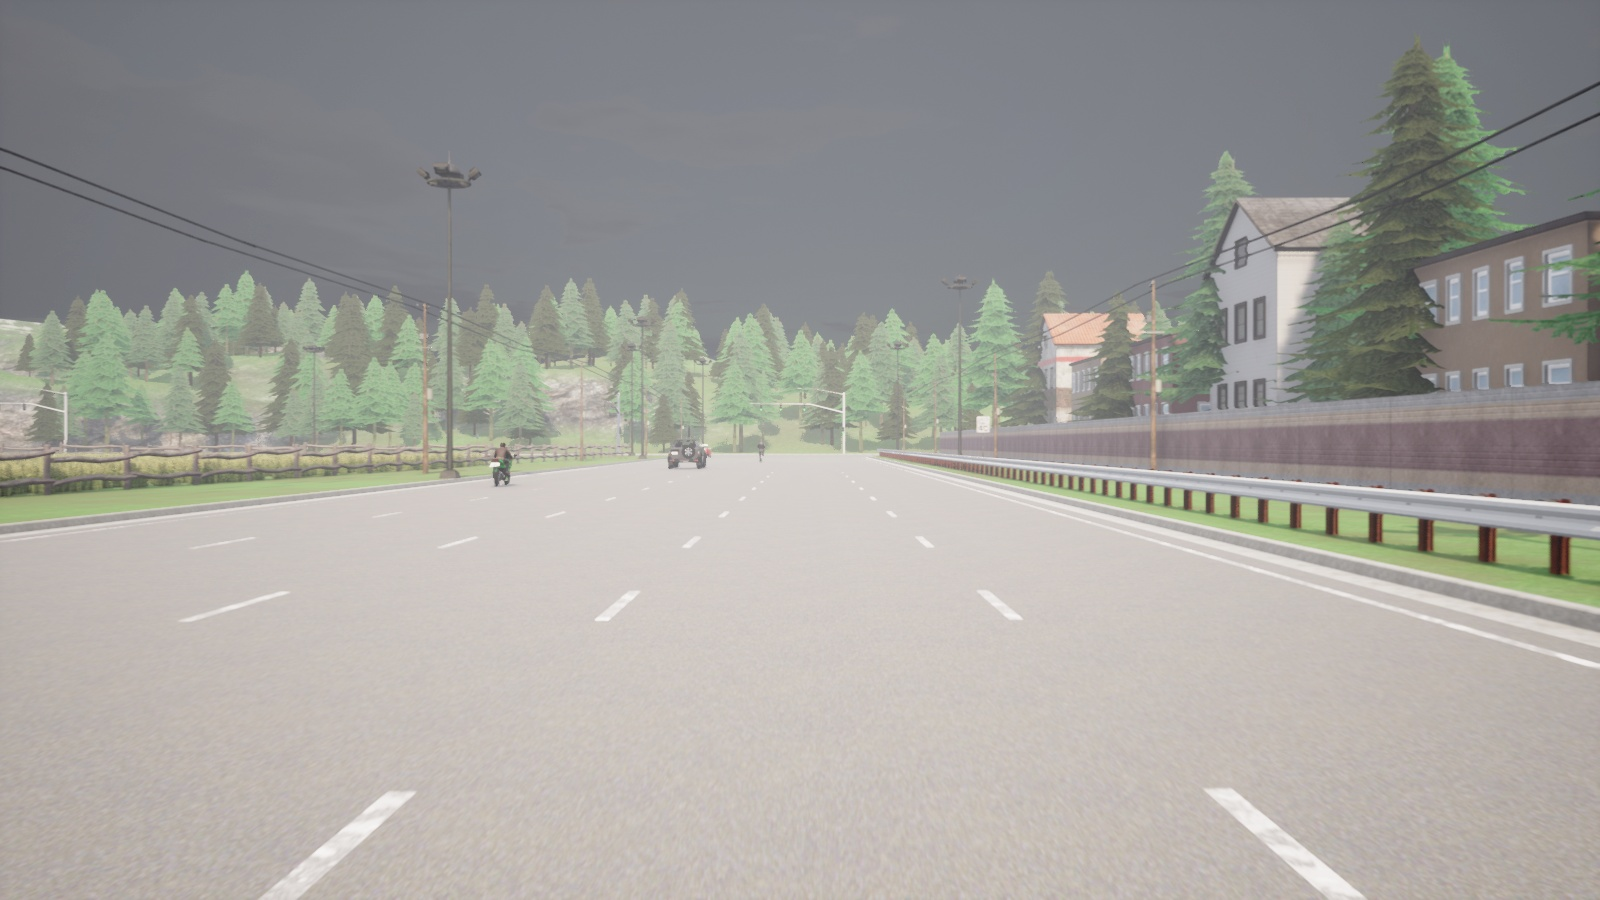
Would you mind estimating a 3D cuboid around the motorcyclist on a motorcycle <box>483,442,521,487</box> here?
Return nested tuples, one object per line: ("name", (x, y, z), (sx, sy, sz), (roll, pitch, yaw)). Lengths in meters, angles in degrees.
("motorcyclist on a motorcycle", (-10.238, 0.477, 43.177), (0.797, 1.523, 2.044), (0, 0, 0))

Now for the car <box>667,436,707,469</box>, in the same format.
("car", (-6.565, 0.144, 73.496), (1.932, 1.855, 4.605), (0, 0, 0))
